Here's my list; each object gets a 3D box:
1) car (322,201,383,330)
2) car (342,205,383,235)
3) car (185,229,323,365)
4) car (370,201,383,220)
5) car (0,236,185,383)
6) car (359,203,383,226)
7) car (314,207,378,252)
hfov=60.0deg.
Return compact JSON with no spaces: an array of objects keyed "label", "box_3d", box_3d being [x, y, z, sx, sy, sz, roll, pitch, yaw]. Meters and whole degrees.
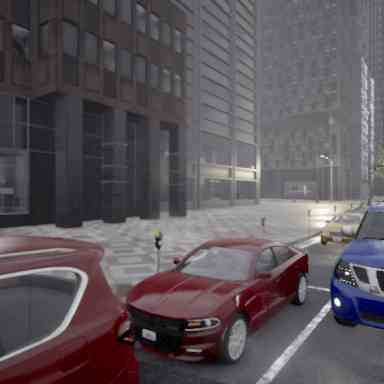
[{"label":"car","box_3d":[4.397,1.217,6.520,2.150,2.045,5.566,0,0,35]},{"label":"car","box_3d":[10.308,1.534,19.550,1.887,1.381,4.507,0,0,35]},{"label":"car","box_3d":[0.758,1.543,6.001,1.887,1.381,4.507,0,0,35]},{"label":"car","box_3d":[16.674,1.530,28.583,1.887,1.381,4.507,0,0,35]},{"label":"car","box_3d":[-2.424,1.316,1.484,2.192,1.841,5.009,0,0,35]},{"label":"car","box_3d":[13.491,1.532,24.066,1.887,1.381,4.507,0,0,35]},{"label":"car","box_3d":[7.027,1.518,14.895,1.752,1.417,4.829,0,0,35]}]
